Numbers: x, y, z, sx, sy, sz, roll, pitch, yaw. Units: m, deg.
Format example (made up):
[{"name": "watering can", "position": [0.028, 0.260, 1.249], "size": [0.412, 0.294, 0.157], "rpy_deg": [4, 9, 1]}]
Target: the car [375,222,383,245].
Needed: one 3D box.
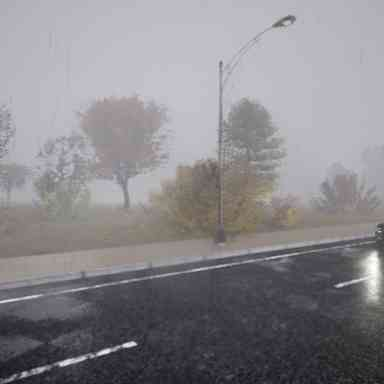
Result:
[{"name": "car", "position": [9.972, 1.513, 14.507], "size": [5.008, 1.535, 1.882], "rpy_deg": [0, 0, -34]}]
